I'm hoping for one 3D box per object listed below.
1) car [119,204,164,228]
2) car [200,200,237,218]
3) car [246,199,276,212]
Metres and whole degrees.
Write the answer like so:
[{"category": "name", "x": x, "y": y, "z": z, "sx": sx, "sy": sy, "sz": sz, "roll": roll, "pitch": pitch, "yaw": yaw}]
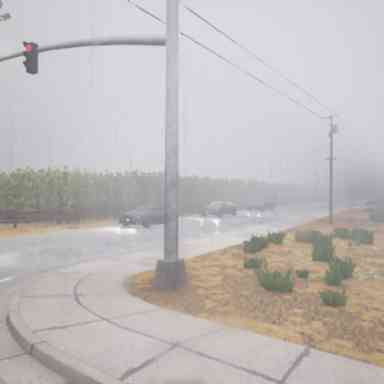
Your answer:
[{"category": "car", "x": -2.815, "y": 1.507, "z": 21.849, "sx": 1.994, "sy": 1.385, "sz": 4.181, "roll": 0, "pitch": 0, "yaw": 33}, {"category": "car", "x": 2.540, "y": 1.466, "z": 30.177, "sx": 1.812, "sy": 1.442, "sz": 4.674, "roll": 0, "pitch": 0, "yaw": 32}, {"category": "car", "x": 8.163, "y": 1.485, "z": 38.961, "sx": 2.033, "sy": 1.411, "sz": 5.357, "roll": 0, "pitch": 0, "yaw": 33}]
